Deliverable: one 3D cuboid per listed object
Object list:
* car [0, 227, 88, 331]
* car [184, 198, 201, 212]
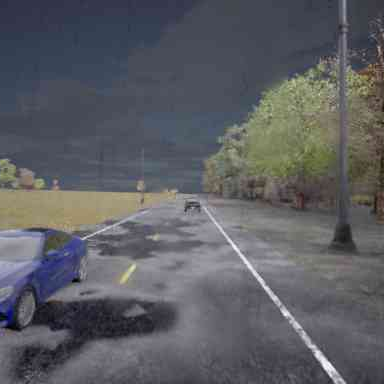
[{"bbox_3d":[-3.605,1.527,7.006,1.812,1.442,4.674,0,0,0],"label":"car"},{"bbox_3d":[0.078,1.503,39.656,1.837,1.490,4.892,0,0,0],"label":"car"}]
